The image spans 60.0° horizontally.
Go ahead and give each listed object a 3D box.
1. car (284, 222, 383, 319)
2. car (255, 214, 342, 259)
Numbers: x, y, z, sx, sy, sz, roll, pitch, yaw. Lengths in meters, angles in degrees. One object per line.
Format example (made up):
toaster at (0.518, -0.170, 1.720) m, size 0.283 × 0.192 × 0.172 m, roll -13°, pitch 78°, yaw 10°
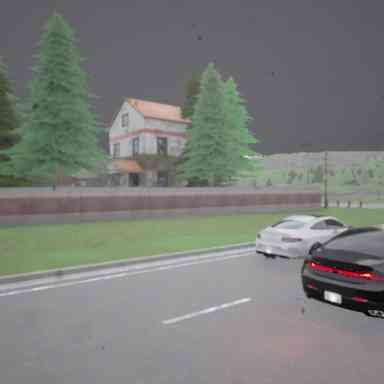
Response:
car at (4.293, 1.460, 6.920) m, size 4.892 × 1.490 × 1.837 m, roll -1°, pitch 0°, yaw -36°
car at (4.115, 1.473, 11.097) m, size 4.674 × 1.442 × 1.812 m, roll 0°, pitch 0°, yaw -36°
